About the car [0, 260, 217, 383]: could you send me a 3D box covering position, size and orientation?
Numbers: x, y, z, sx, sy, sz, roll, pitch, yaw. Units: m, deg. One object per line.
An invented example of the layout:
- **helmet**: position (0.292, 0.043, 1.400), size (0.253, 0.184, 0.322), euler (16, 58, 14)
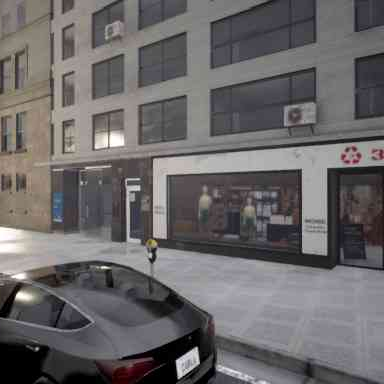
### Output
- **car**: position (-1.725, 1.566, 4.200), size (4.313, 1.339, 1.947), euler (0, 0, 36)
